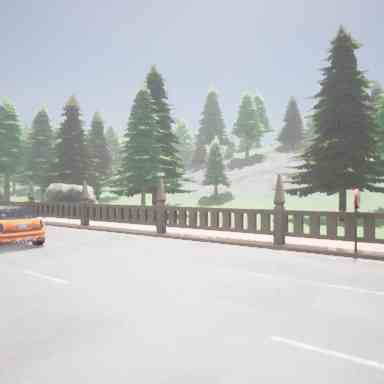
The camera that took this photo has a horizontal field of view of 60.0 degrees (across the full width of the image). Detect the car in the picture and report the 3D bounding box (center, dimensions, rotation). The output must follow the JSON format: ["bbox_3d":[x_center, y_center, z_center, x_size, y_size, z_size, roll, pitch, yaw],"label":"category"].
[{"bbox_3d":[-8.244,1.363,14.049,4.553,1.767,2.097,0,0,35],"label":"car"}]
